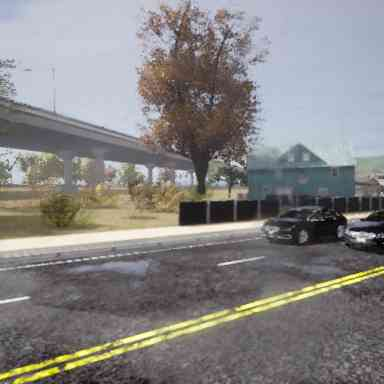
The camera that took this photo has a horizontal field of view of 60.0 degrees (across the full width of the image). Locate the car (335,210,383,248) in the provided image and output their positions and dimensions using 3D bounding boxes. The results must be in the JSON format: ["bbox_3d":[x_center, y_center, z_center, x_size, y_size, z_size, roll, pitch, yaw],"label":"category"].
[{"bbox_3d":[8.017,1.466,13.396,4.674,1.442,1.812,0,0,-35],"label":"car"}]

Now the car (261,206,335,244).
[{"bbox_3d":[5.313,1.450,15.459,4.892,1.490,1.837,0,0,-35],"label":"car"}]
